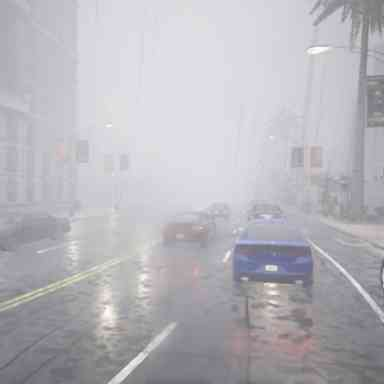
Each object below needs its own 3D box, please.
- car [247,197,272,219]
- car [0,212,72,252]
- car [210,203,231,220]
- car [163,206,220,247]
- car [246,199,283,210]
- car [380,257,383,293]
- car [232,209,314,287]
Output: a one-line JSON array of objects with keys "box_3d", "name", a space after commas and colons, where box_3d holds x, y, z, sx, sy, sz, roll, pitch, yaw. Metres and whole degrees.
[{"box_3d": [6.131, 1.423, 30.722, 2.097, 1.767, 4.553, 0, 0, 9], "name": "car"}, {"box_3d": [-7.329, 1.568, 14.317, 2.033, 1.411, 5.357, 0, 0, 12], "name": "car"}, {"box_3d": [2.316, 1.608, 28.420, 2.033, 1.411, 5.357, 0, 0, 9], "name": "car"}, {"box_3d": [-0.010, 1.557, 15.113, 1.812, 1.442, 4.674, 0, -1, 11], "name": "car"}, {"box_3d": [4.296, 1.396, 19.468, 2.097, 1.767, 4.553, 0, 0, 10], "name": "car"}, {"box_3d": [4.648, 1.521, 5.572, 1.837, 1.490, 4.892, 0, 0, 16], "name": "car"}, {"box_3d": [2.317, 1.500, 9.613, 1.882, 1.535, 5.008, 0, 0, 14], "name": "car"}]
